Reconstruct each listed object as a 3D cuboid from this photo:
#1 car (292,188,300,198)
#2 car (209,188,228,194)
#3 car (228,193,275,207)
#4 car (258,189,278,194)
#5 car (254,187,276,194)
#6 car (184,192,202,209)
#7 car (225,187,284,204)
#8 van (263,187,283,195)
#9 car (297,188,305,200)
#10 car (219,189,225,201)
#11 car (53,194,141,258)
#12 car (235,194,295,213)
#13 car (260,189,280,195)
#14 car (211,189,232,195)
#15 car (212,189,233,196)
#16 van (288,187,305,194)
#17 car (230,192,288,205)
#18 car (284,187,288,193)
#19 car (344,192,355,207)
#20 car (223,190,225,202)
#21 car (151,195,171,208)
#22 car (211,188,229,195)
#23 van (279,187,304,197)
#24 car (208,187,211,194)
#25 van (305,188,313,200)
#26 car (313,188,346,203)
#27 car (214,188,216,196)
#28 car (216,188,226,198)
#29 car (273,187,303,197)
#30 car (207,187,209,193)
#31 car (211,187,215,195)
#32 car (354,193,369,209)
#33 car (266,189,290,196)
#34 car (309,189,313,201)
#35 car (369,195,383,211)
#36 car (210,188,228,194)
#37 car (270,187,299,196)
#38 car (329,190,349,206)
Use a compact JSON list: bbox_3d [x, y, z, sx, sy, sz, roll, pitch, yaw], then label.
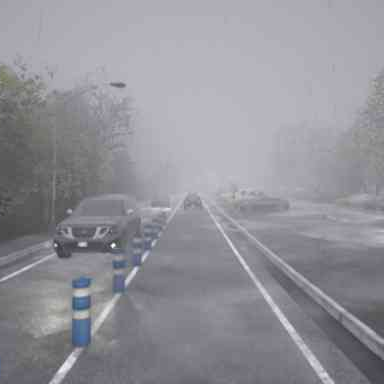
[{"bbox_3d":[20.110,0.500,56.281,4.792,1.488,2.163,0,1,0],"label":"car"},{"bbox_3d":[7.295,-0.206,92.524,5.008,1.535,2.097,0,1,0],"label":"car"},{"bbox_3d":[7.050,0.906,39.799,5.366,1.575,1.946,0,2,0],"label":"car"},{"bbox_3d":[20.351,-0.157,89.513,5.008,1.535,2.097,0,1,0],"label":"car"},{"bbox_3d":[20.352,-0.461,92.403,5.566,2.045,2.435,0,1,0],"label":"car"},{"bbox_3d":[0.099,1.047,35.778,1.895,1.301,4.718,0,1,0],"label":"car"},{"bbox_3d":[6.870,0.734,37.018,5.566,2.045,2.435,0,2,0],"label":"car"},{"bbox_3d":[20.428,-0.281,84.094,4.442,1.987,1.878,0,1,0],"label":"van"},{"bbox_3d":[20.088,0.561,53.642,4.792,1.488,2.163,0,1,0],"label":"car"},{"bbox_3d":[6.725,0.754,45.352,5.366,1.575,1.946,0,2,0],"label":"car"},{"bbox_3d":[-3.351,1.168,12.945,2.150,2.045,5.566,0,2,0],"label":"car"},{"bbox_3d":[6.767,1.166,31.476,4.792,1.488,2.163,0,2,0],"label":"car"},{"bbox_3d":[20.331,-0.065,86.744,4.674,1.452,2.002,0,1,0],"label":"car"},{"bbox_3d":[7.203,0.002,81.421,4.892,1.521,2.231,0,1,0],"label":"car"},{"bbox_3d":[7.192,0.054,78.645,4.892,1.521,2.231,0,1,0],"label":"car"},{"bbox_3d":[19.996,0.188,59.028,4.442,1.987,1.878,0,1,0],"label":"van"},{"bbox_3d":[6.824,1.060,34.250,5.008,1.535,2.097,0,2,0],"label":"car"},{"bbox_3d":[20.132,0.359,61.817,5.008,1.535,2.097,0,1,0],"label":"car"},{"bbox_3d":[19.918,1.020,36.905,4.674,1.452,2.002,0,2,0],"label":"car"},{"bbox_3d":[6.894,0.834,42.576,4.892,1.521,2.231,0,2,0],"label":"car"},{"bbox_3d":[-3.325,0.994,36.489,1.994,1.385,4.181,0,1,0],"label":"car"},{"bbox_3d":[7.224,-0.228,86.970,4.553,1.767,2.185,0,1,0],"label":"car"},{"bbox_3d":[20.056,0.030,67.353,4.442,1.987,1.878,0,1,0],"label":"van"},{"bbox_3d":[6.978,0.101,75.871,5.366,1.575,1.946,0,1,0],"label":"car"},{"bbox_3d":[20.153,0.375,50.865,4.442,1.987,1.878,0,1,0],"label":"van"},{"bbox_3d":[20.018,0.502,45.203,5.566,2.045,2.435,0,2,0],"label":"car"},{"bbox_3d":[7.078,0.392,61.991,4.792,1.488,2.163,0,1,0],"label":"car"},{"bbox_3d":[6.772,0.602,51.023,5.366,1.575,1.946,0,2,0],"label":"car"},{"bbox_3d":[20.168,-0.047,70.120,5.566,2.045,2.435,0,1,0],"label":"car"},{"bbox_3d":[7.047,-0.053,84.198,5.366,1.575,1.946,0,1,0],"label":"car"},{"bbox_3d":[7.111,0.186,73.095,4.792,1.488,2.163,0,1,0],"label":"car"},{"bbox_3d":[19.869,1.085,34.136,4.792,1.488,2.163,0,2,0],"label":"car"},{"bbox_3d":[20.259,0.050,78.435,5.008,1.535,2.097,0,1,0],"label":"car"},{"bbox_3d":[19.984,0.707,47.980,4.792,1.488,2.163,0,2,0],"label":"car"},{"bbox_3d":[19.908,1.003,31.487,4.553,1.767,2.185,0,2,0],"label":"car"},{"bbox_3d":[7.247,-0.279,89.745,4.553,1.767,2.185,0,1,0],"label":"car"},{"bbox_3d":[20.191,-0.098,72.890,5.566,2.045,2.435,0,1,0],"label":"car"},{"bbox_3d":[19.758,0.902,39.675,5.366,1.575,1.946,0,2,0],"label":"car"}]
